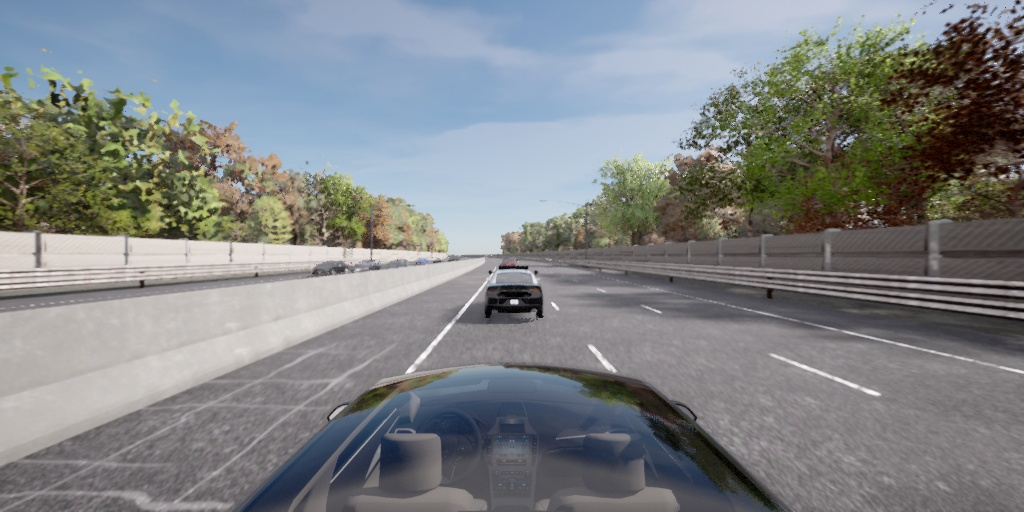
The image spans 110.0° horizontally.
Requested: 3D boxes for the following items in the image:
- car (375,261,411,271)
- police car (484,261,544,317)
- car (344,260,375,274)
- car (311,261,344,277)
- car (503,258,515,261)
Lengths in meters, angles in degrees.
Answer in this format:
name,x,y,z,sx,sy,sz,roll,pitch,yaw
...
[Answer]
name,x,y,z,sx,sy,sz,roll,pitch,yaw
car,-10.899,1.217,33.943,1.837,1.490,4.892,0,0,-1
police car,0.052,1.162,13.231,1.930,1.638,5.238,0,0,0
car,-14.435,1.201,35.970,2.128,1.511,4.902,0,0,-1
car,-17.929,1.214,35.607,1.837,1.490,4.892,0,0,-1
car,-0.408,1.055,43.335,2.097,1.767,4.553,0,0,-1
